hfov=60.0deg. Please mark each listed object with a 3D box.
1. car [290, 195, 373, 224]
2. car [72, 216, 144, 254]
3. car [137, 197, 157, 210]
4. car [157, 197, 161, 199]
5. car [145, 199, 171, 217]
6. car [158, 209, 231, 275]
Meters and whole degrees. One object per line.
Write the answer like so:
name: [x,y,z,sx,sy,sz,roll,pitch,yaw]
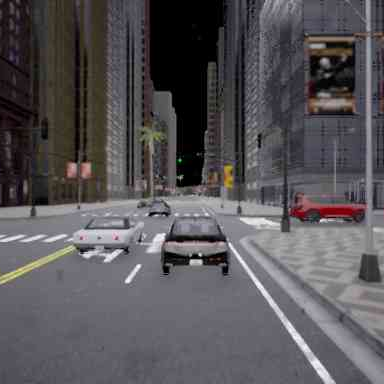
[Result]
car: [9.975,1.221,24.063,5.566,2.045,2.150,0,-1,1]
car: [-3.148,1.624,13.554,1.895,1.301,4.718,0,0,0]
car: [-6.576,1.744,47.231,1.994,1.385,4.181,0,0,0]
car: [-6.526,1.775,62.243,1.837,1.490,4.892,0,0,1]
car: [-3.145,1.675,33.166,1.994,1.385,4.181,0,0,0]
car: [0.102,1.507,10.508,2.128,1.511,4.902,0,0,0]
